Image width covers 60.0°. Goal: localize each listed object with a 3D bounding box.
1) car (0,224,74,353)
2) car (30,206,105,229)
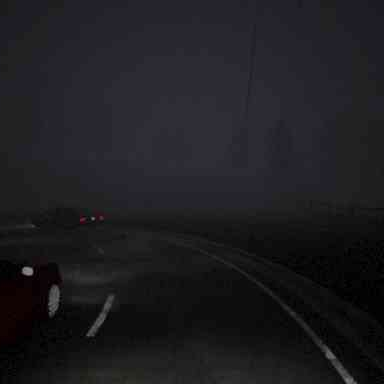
[{"bbox_3d":[-3.317,1.482,4.187,1.882,1.535,5.008,0,0,-1],"label":"car"},{"bbox_3d":[-7.720,1.575,20.442,5.357,1.411,2.033,0,0,35],"label":"car"}]
